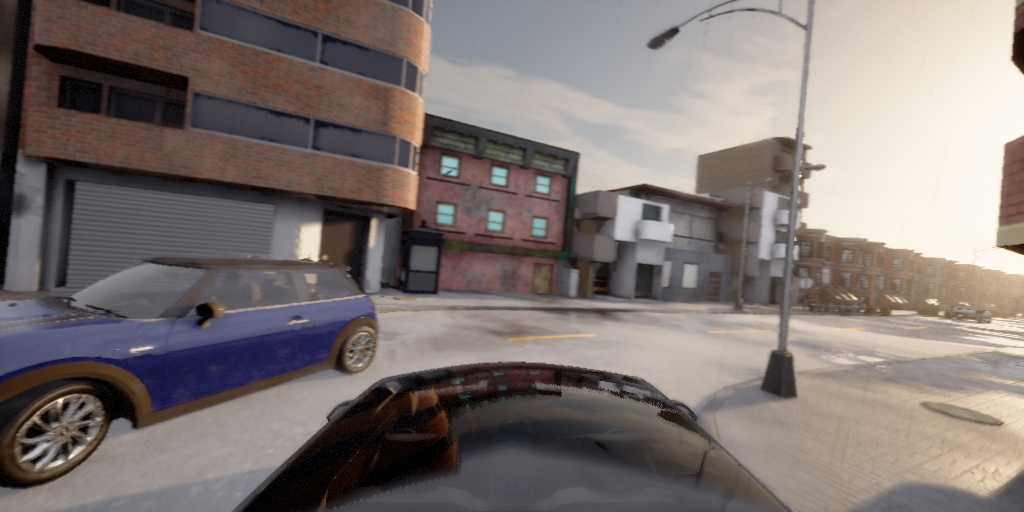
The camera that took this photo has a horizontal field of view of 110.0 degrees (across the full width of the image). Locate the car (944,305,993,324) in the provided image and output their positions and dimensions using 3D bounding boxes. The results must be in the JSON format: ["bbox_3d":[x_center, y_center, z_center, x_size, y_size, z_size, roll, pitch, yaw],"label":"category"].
[{"bbox_3d":[39.341,4.947,30.882,4.181,1.385,1.994,5,0,-26],"label":"car"}]

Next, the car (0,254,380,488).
[{"bbox_3d":[-3.800,0.778,4.348,2.097,1.767,4.553,5,0,21],"label":"car"}]
